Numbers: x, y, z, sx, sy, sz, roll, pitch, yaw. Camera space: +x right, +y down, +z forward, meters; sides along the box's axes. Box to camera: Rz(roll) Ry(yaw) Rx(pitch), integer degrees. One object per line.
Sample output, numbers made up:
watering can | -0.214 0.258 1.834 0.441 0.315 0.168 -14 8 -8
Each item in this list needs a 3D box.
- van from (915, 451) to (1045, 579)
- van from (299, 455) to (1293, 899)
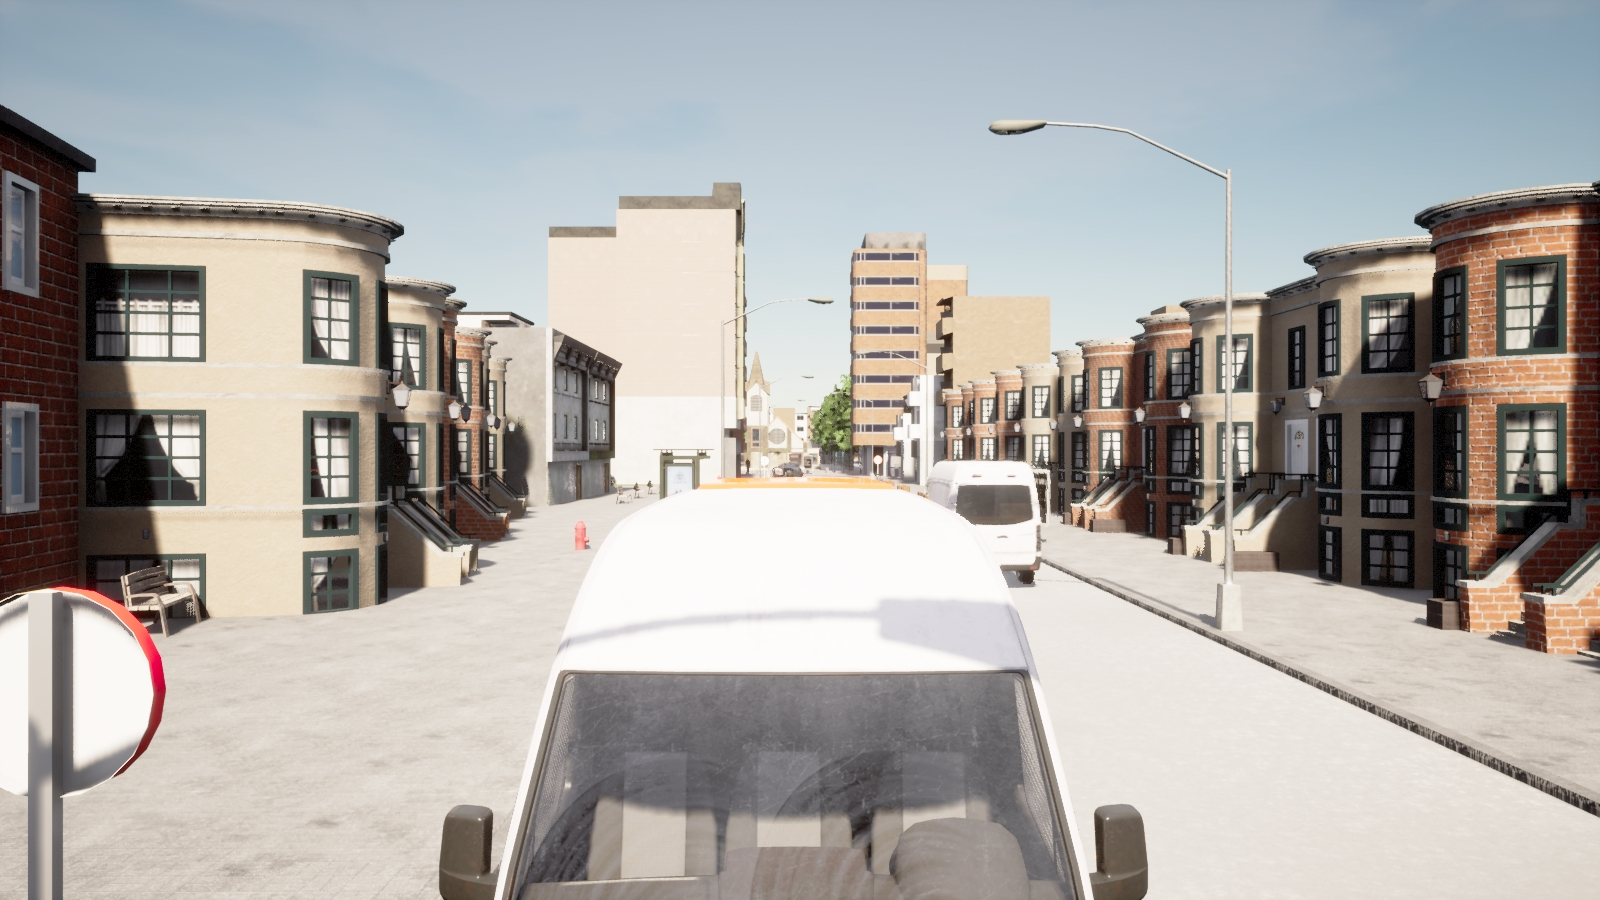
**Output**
van | 3.919 1.315 25.897 1.988 2.561 5.915 0 0 0
van | -0.019 1.314 5.243 1.988 2.561 5.915 0 0 0
